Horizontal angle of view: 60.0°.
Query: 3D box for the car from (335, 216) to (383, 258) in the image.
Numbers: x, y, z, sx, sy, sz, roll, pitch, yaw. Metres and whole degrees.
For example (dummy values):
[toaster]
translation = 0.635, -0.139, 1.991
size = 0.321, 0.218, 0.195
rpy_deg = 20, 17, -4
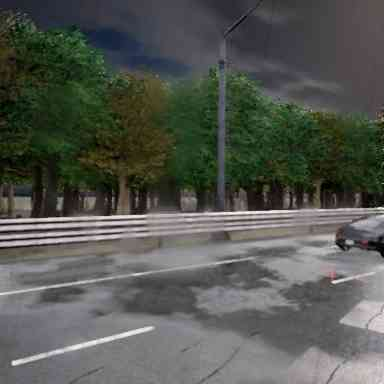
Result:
[car]
translation = 7.678, 1.679, 13.371
size = 4.674, 1.442, 1.812
rpy_deg = 0, 0, -33
